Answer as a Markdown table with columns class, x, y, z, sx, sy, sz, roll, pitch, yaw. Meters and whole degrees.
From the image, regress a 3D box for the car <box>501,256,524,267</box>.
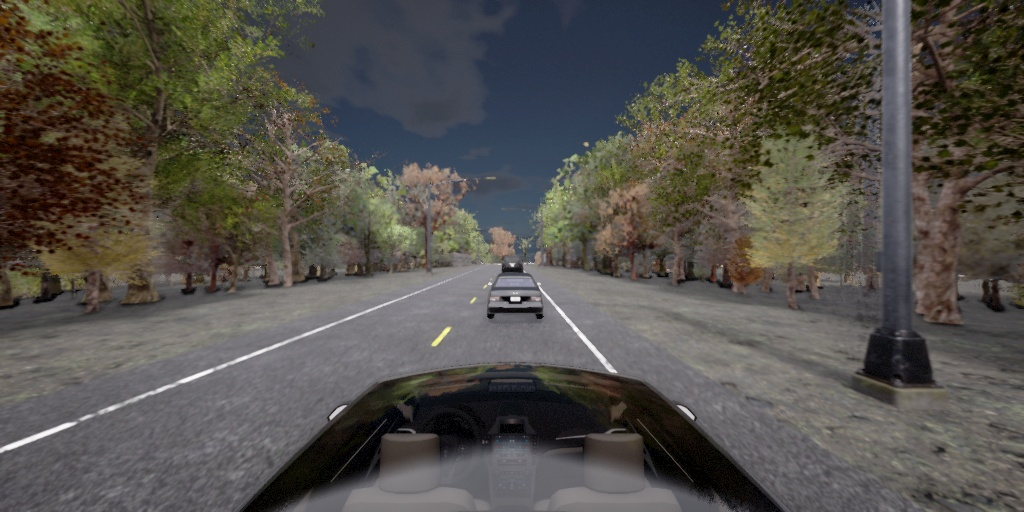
| class | x | y | z | sx | sy | sz | roll | pitch | yaw |
| --- | --- | --- | --- | --- | --- | --- | --- | --- | --- |
| car | 0.030 | 1.002 | 36.594 | 2.150 | 2.045 | 5.566 | 0 | 0 | 0 |

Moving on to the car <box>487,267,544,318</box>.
| class | x | y | z | sx | sy | sz | roll | pitch | yaw |
| --- | --- | --- | --- | --- | --- | --- | --- | --- | --- |
| car | 0.099 | 1.307 | 13.007 | 2.033 | 1.411 | 5.357 | 0 | 0 | 0 |
